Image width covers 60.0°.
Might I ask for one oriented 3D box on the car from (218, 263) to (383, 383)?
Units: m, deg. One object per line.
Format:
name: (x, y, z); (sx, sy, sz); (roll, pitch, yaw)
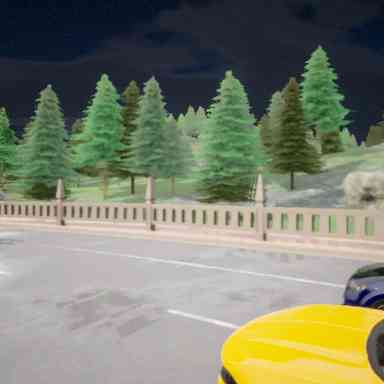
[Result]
car: (2.500, 1.466, 2.035); (5.008, 1.535, 1.882); (0, 0, 36)

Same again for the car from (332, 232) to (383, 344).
car: (4.508, 1.540, 4.879); (4.181, 1.385, 1.994); (0, 0, 36)
